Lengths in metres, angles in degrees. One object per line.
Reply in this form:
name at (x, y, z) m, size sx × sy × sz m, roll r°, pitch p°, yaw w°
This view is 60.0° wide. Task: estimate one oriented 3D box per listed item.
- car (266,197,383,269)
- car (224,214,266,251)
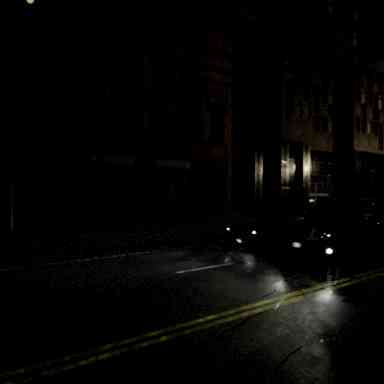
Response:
car at (5.361, 1.216, 11.501) m, size 5.566 × 2.045 × 2.150 m, roll 0°, pitch 0°, yaw -35°
car at (3.647, 1.595, 14.271) m, size 4.718 × 1.301 × 1.895 m, roll 0°, pitch 0°, yaw -35°
